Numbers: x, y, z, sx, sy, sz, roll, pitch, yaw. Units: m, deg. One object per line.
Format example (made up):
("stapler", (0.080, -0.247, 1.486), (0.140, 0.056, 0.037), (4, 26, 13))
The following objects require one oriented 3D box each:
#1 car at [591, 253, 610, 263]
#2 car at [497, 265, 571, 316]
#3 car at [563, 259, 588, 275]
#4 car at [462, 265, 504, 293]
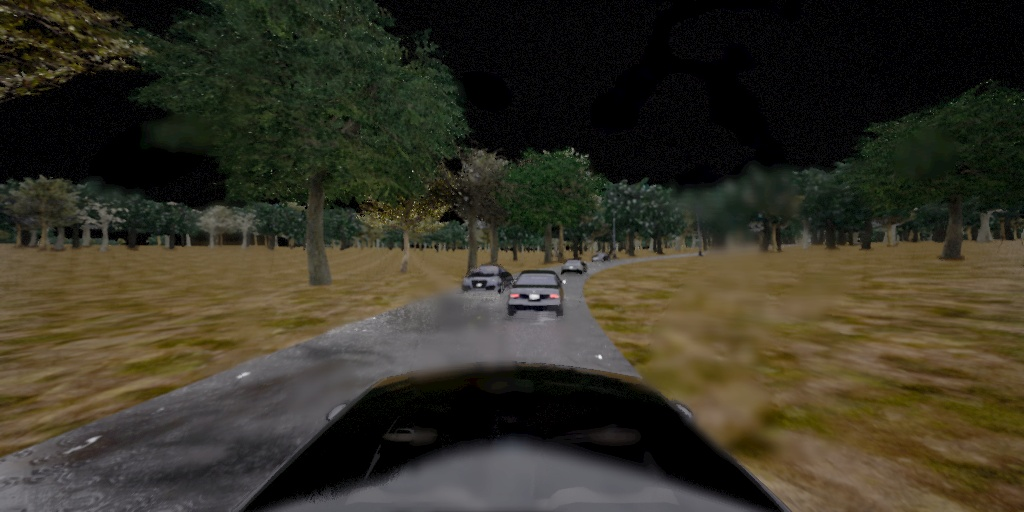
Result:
("car", (14.122, 0.280, 57.115), (2.128, 1.511, 4.902), (0, 1, 34))
("car", (0.979, 1.225, 13.104), (2.033, 1.411, 5.357), (0, 1, 7))
("car", (5.891, 0.947, 33.440), (1.994, 1.385, 4.181), (0, 1, 19))
("car", (-1.222, 1.176, 19.185), (1.994, 1.385, 4.181), (0, 1, 11))
